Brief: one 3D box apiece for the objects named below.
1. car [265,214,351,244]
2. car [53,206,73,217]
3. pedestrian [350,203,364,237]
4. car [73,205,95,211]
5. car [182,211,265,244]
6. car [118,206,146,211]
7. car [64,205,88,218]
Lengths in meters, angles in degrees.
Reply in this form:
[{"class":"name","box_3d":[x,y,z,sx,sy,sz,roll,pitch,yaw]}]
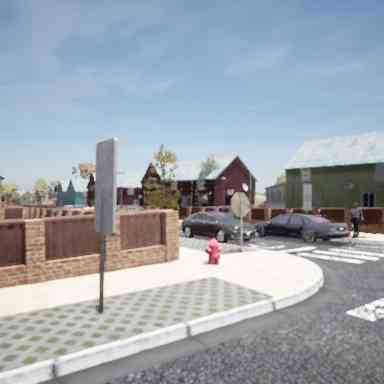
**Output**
[{"class":"car","box_3d":[5.483,1.860,17.719,2.033,1.411,5.357,2,-3,-40]},{"class":"car","box_3d":[-16.294,2.661,42.364,1.837,1.490,4.892,1,-2,-35]},{"class":"pedestrian","box_3d":[8.711,1.453,17.689,0.375,1.860,0.375,-1,0,-36]},{"class":"car","box_3d":[-10.217,2.342,33.882,1.882,1.535,5.008,1,-2,-35]},{"class":"car","box_3d":[1.301,1.821,17.889,1.837,1.490,4.892,1,-2,-35]},{"class":"car","box_3d":[-4.415,1.940,25.847,2.097,1.767,4.553,1,-2,-36]},{"class":"car","box_3d":[-16.826,2.705,48.059,2.097,1.767,4.553,1,-2,-36]}]
